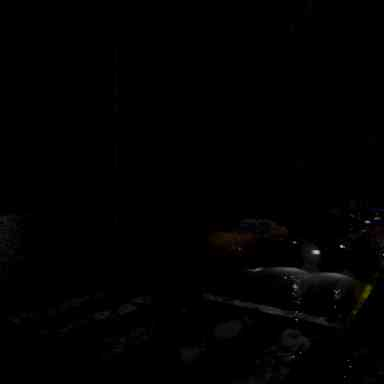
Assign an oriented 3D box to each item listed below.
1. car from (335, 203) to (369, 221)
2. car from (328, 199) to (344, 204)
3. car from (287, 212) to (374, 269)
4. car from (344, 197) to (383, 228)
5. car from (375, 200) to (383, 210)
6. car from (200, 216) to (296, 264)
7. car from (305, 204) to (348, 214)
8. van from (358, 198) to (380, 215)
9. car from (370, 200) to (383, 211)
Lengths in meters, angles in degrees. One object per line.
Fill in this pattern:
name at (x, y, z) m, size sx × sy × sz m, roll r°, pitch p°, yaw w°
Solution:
car at (14.402, 1.760, 29.776) m, size 2.008 × 1.369 × 4.403 m, roll 0°, pitch 0°, yaw 35°
car at (11.354, 1.490, 25.455) m, size 2.192 × 1.841 × 5.009 m, roll 0°, pitch 0°, yaw 35°
car at (4.858, 1.638, 11.628) m, size 1.994 × 1.385 × 4.181 m, roll 0°, pitch 0°, yaw 35°
car at (11.540, 1.368, 21.102) m, size 2.150 × 2.045 × 5.566 m, roll 0°, pitch -1°, yaw 35°
car at (29.545, 1.910, 51.248) m, size 1.752 × 1.417 × 4.829 m, roll 0°, pitch 0°, yaw 35°
car at (2.104, 1.601, 12.351) m, size 1.752 × 1.417 × 4.829 m, roll 0°, pitch 0°, yaw 35°
car at (8.305, 1.686, 21.132) m, size 1.887 × 1.381 × 4.507 m, roll 0°, pitch 0°, yaw 35°
van at (20.499, 1.619, 38.421) m, size 1.690 × 1.788 × 3.998 m, roll 0°, pitch 0°, yaw 35°
car at (26.594, 1.915, 47.064) m, size 1.947 × 1.339 × 4.313 m, roll 0°, pitch 0°, yaw 35°
